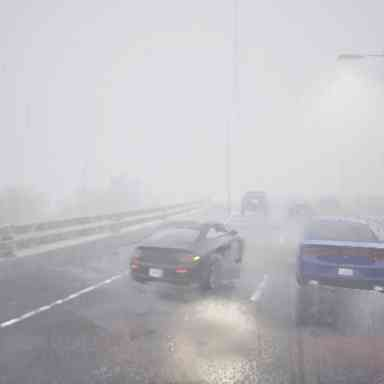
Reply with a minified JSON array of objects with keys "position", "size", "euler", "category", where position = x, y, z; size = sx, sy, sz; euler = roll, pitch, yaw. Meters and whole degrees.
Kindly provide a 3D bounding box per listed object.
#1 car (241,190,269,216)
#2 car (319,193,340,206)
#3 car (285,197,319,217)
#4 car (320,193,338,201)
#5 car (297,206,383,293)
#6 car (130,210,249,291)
[{"position":[5.291,0.867,27.934],"size":[2.150,2.045,5.566],"euler":[1,1,10],"category":"car"},{"position":[14.160,1.062,34.984],"size":[1.882,1.535,5.008],"euler":[0,1,13],"category":"car"},{"position":[8.553,1.202,26.472],"size":[1.812,1.442,4.674],"euler":[0,1,11],"category":"car"},{"position":[25.139,0.843,61.015],"size":[1.994,1.385,4.181],"euler":[1,1,39],"category":"car"},{"position":[3.856,1.371,8.782],"size":[1.882,1.535,5.008],"euler":[1,1,20],"category":"car"},{"position":[0.113,1.407,8.732],"size":[1.812,1.442,4.674],"euler":[1,1,21],"category":"car"}]
